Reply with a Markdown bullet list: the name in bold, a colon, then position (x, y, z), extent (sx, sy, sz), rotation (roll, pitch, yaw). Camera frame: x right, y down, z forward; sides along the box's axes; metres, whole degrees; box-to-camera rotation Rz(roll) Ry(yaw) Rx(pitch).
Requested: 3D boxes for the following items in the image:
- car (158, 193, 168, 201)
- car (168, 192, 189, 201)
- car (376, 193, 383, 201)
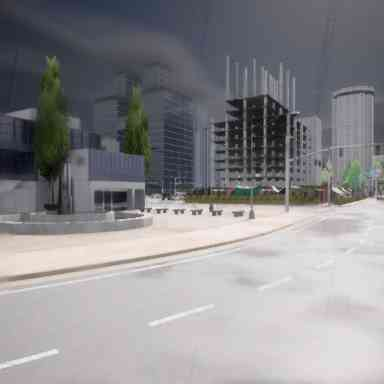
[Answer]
- **car**: position (-5.645, 1.151, 79.658), extent (1.905, 1.878, 3.866), rotation (0, 0, 32)
- **car**: position (-3.184, 1.390, 78.133), extent (1.970, 1.475, 3.806), rotation (0, 0, 32)
- **car**: position (46.034, 1.531, 80.965), extent (2.033, 1.411, 5.357), rotation (0, 0, 32)
